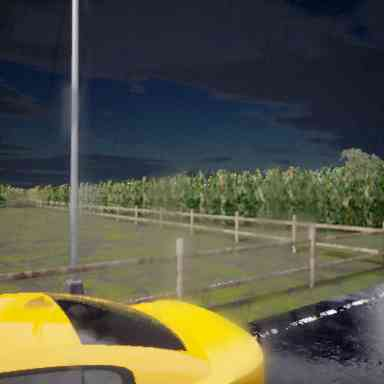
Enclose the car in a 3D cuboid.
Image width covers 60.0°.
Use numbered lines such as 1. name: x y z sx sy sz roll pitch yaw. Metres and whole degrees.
1. car: -1.758 1.483 1.791 5.008 1.535 1.882 1 0 -35
